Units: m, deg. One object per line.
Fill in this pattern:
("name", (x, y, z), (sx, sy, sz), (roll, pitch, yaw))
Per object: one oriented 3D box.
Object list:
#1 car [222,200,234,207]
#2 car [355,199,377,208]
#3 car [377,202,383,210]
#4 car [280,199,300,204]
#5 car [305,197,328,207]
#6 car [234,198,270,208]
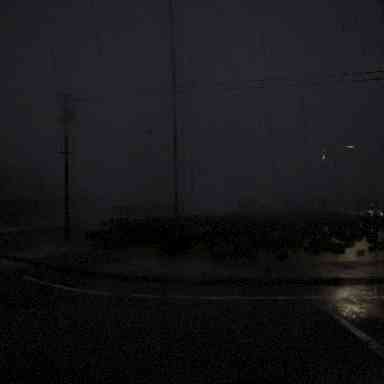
("car", (8.371, 2.396, 70.778), (3.905, 1.438, 1.784), (-1, -1, -1))
("car", (26.242, 1.807, 49.657), (1.837, 1.490, 4.892), (-1, -1, -1))
("car", (22.400, 1.624, 34.515), (4.611, 1.667, 2.242), (-1, -1, -1))
("car", (21.213, 2.206, 72.185), (4.193, 1.474, 1.816), (-1, -1, -1))
("car", (22.000, 1.809, 58.718), (3.866, 1.878, 1.905), (-1, -1, -1))
("car", (8.916, 1.856, 48.309), (4.605, 1.855, 1.932), (-1, -1, -1))
